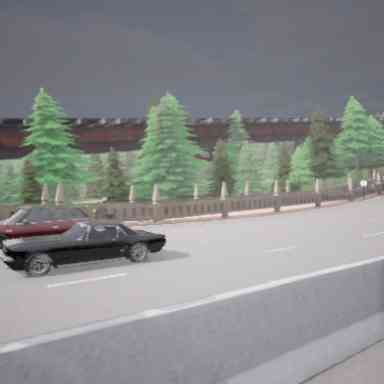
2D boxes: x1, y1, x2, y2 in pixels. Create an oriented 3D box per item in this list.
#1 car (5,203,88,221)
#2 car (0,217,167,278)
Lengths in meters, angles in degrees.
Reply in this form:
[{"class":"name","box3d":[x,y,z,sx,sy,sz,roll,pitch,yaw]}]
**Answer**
[{"class":"car","box3d":[-5.985,1.340,12.606,4.553,1.767,2.097,0,0,-35]},{"class":"car","box3d":[-3.244,1.585,10.256,4.718,1.301,1.895,0,0,-35]}]
